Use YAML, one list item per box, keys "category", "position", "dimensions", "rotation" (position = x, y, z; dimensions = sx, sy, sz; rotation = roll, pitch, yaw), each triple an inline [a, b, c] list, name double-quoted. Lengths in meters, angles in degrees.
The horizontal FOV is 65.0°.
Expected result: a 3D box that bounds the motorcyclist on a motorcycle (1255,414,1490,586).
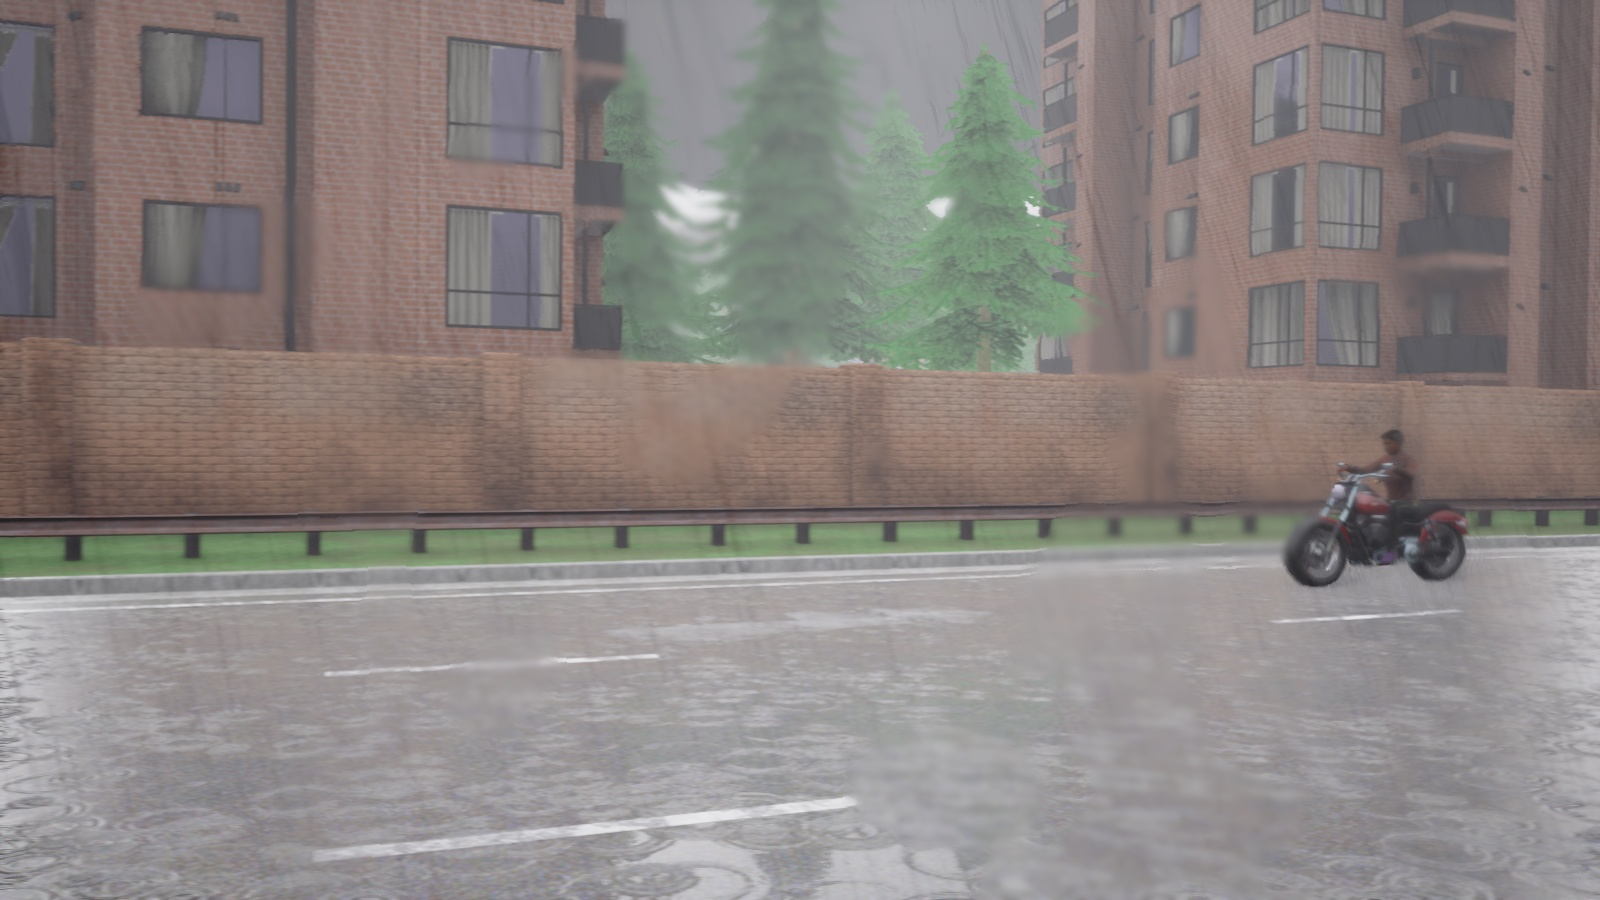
- category: "motorcyclist on a motorcycle"
  position: [5.924, 0.473, 12.975]
  dimensions: [2.350, 1.649, 0.766]
  rotation: [-1, 1, -21]
